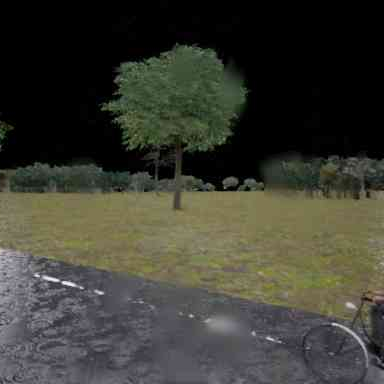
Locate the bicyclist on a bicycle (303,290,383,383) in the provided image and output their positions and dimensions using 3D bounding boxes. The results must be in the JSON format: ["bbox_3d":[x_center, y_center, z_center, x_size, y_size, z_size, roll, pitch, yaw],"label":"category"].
[{"bbox_3d":[2.097,1.381,3.546,1.843,1.776,0.659,0,0,36],"label":"bicyclist on a bicycle"}]
